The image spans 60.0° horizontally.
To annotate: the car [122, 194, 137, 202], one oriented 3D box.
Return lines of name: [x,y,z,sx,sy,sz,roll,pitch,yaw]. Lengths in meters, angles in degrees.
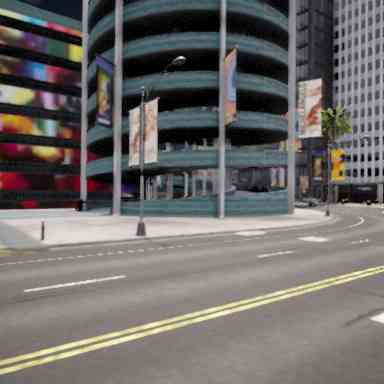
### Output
car: [-13.123,1.336,66.692,2.435,2.045,5.566,1,0,-36]

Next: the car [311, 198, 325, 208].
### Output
car: [21.441,1.921,59.229,2.097,1.767,4.553,1,0,-21]

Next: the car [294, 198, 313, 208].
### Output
car: [18.228,2.133,57.907,1.895,1.301,4.718,1,0,-21]

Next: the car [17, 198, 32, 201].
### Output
car: [-27.649,1.567,55.201,1.895,1.301,4.718,1,0,-36]
